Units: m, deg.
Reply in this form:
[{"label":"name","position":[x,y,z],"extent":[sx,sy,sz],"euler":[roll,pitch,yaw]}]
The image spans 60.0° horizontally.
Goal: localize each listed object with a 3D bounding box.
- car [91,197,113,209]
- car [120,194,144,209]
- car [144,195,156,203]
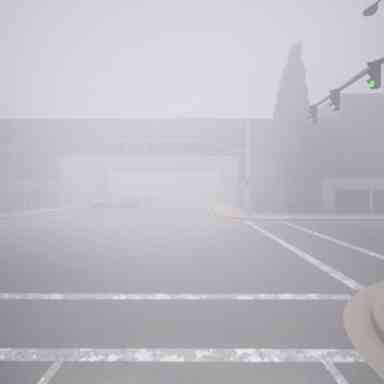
[{"label":"car","position":[-11.077,1.303,41.336],"extent":[1.812,1.442,4.674],"euler":[0,0,1]},{"label":"car","position":[-7.577,1.304,41.302],"extent":[1.812,1.442,4.674],"euler":[0,0,1]},{"label":"car","position":[-7.377,1.235,58.309],"extent":[2.033,1.411,5.357],"euler":[0,0,1]}]
